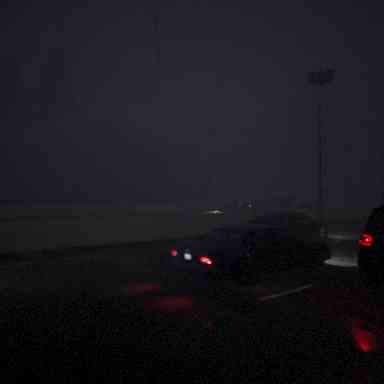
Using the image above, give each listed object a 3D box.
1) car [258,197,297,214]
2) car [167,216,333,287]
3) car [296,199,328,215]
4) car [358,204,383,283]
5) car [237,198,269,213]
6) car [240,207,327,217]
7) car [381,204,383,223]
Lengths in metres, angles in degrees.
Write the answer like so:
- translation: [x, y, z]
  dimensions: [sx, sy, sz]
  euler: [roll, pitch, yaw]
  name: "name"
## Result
- translation: [10.718, 1.621, 41.406]
  dimensions: [2.150, 2.045, 5.566]
  euler: [0, -1, 43]
  name: "car"
- translation: [1.887, 1.638, 9.614]
  dimensions: [5.357, 1.411, 2.033]
  euler: [1, -1, -38]
  name: "car"
- translation: [14.671, 1.756, 40.519]
  dimensions: [2.097, 1.767, 4.553]
  euler: [0, -1, 43]
  name: "car"
- translation: [6.557, 1.322, 8.852]
  dimensions: [5.566, 2.045, 2.150]
  euler: [1, -1, -39]
  name: "car"
- translation: [8.062, 1.759, 43.710]
  dimensions: [2.097, 1.767, 4.553]
  euler: [0, -1, 43]
  name: "car"
- translation: [4.840, 1.666, 16.508]
  dimensions: [4.892, 1.490, 1.837]
  euler: [1, -1, -39]
  name: "car"
- translation: [18.040, 1.792, 28.597]
  dimensions: [1.882, 1.535, 5.008]
  euler: [0, -1, 45]
  name: "car"
